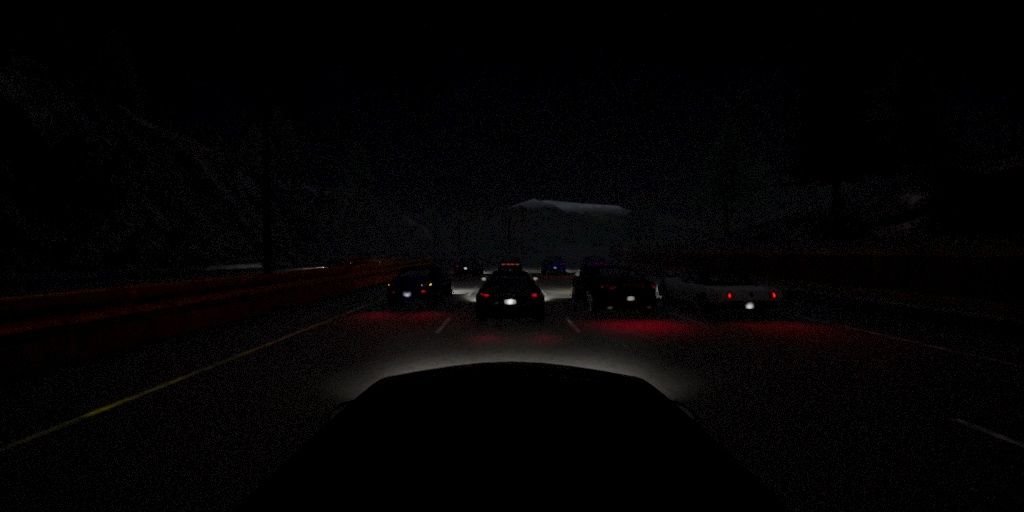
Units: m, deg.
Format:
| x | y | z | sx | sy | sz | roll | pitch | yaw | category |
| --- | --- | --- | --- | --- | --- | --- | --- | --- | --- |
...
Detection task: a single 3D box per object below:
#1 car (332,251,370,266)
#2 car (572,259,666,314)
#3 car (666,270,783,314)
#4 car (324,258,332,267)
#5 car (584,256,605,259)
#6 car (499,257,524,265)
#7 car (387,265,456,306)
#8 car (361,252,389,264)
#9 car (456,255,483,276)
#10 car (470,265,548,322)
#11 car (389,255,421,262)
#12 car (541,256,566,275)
| x | y | z | sx | sy | sz | roll | pitch | yaw | category |
| --- | --- | --- | --- | --- | --- | --- | --- | --- | --- |
| -19.854 | 0.368 | 45.611 | 2.150 | 2.045 | 5.566 | 0 | 1 | 8 | car |
| 3.414 | 1.032 | 12.854 | 1.882 | 1.535 | 5.008 | 0 | 1 | -1 | car |
| 6.918 | 1.141 | 12.683 | 1.895 | 1.301 | 4.718 | 0 | 1 | -1 | car |
| -23.021 | 0.691 | 47.837 | 1.994 | 1.385 | 4.181 | 0 | 1 | 9 | car |
| 7.029 | 0.725 | 30.906 | 1.882 | 1.535 | 5.008 | 0 | 1 | 3 | car |
| -0.054 | 0.802 | 29.204 | 2.128 | 1.511 | 4.902 | 0 | 1 | 2 | car |
| -3.615 | 1.089 | 14.527 | 1.812 | 1.442 | 4.674 | 0 | 1 | -1 | car |
| -16.364 | 0.614 | 45.125 | 1.882 | 1.535 | 5.008 | 0 | 1 | 8 | car |
| -3.521 | 0.882 | 29.796 | 1.994 | 1.385 | 4.181 | 0 | 1 | 2 | car |
| -0.069 | 1.157 | 11.564 | 1.994 | 1.385 | 4.181 | 0 | 1 | -1 | car |
| -12.890 | 0.618 | 44.672 | 2.128 | 1.511 | 4.902 | 0 | 1 | 8 | car |
| 3.528 | 0.743 | 30.847 | 1.882 | 1.535 | 5.008 | 0 | 1 | 3 | car |
